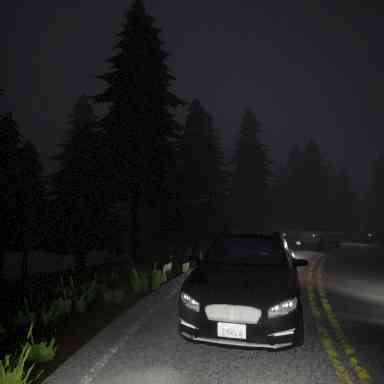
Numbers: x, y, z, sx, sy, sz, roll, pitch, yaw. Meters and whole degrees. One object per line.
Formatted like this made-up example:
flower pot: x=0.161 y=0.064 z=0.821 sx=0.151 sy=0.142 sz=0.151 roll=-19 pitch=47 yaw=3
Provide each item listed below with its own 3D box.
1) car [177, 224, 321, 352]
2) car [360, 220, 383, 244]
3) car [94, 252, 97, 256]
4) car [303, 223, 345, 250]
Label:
car: x=1.137 y=1.562 z=6.611 sx=2.128 sy=1.511 sz=4.902 roll=-1 pitch=-2 yaw=15
car: x=15.882 y=3.228 z=26.468 sx=5.566 sy=2.045 sz=2.150 roll=8 pitch=-8 yaw=-28
car: x=-20.228 y=13.650 z=72.990 sx=4.181 sy=1.381 sz=1.994 roll=-2 pitch=-5 yaw=31
car: x=6.518 y=2.309 z=17.714 sx=1.895 sy=1.301 sz=4.718 roll=-3 pitch=-6 yaw=39
